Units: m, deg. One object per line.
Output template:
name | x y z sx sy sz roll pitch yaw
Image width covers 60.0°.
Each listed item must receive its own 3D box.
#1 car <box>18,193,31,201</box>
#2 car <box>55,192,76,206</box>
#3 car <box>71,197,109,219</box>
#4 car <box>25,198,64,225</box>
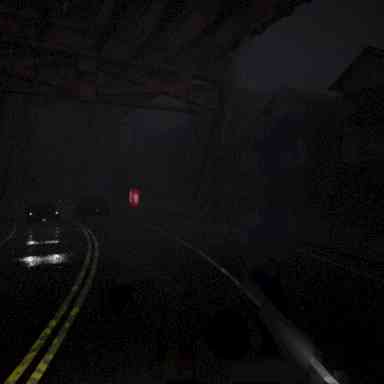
car | -29.278 0.882 58.129 1.994 1.385 4.181 -1 1 -28
car | -16.090 1.046 41.327 2.033 1.411 5.357 -1 1 -28
car | -7.863 1.152 25.868 1.882 1.535 5.008 -1 1 -27
car | -9.879 1.342 21.918 1.895 1.301 4.718 -1 1 -27
